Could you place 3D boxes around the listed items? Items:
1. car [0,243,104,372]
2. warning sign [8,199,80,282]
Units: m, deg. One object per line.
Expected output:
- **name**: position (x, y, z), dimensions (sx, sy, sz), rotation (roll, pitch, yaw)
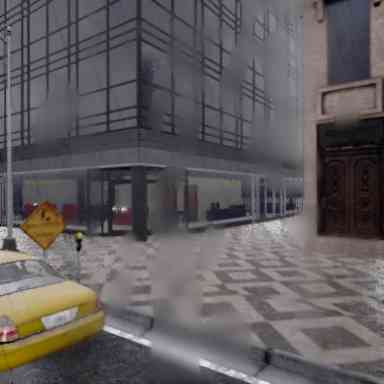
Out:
- **car**: position (-3.516, 1.535, 5.472), dimensions (4.829, 1.417, 1.752), rotation (0, 0, 35)
- **warning sign**: position (-3.739, 1.127, 8.453), dimensions (1.060, 1.860, 1.300), rotation (0, 0, 35)
